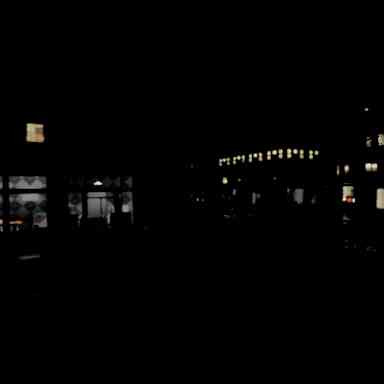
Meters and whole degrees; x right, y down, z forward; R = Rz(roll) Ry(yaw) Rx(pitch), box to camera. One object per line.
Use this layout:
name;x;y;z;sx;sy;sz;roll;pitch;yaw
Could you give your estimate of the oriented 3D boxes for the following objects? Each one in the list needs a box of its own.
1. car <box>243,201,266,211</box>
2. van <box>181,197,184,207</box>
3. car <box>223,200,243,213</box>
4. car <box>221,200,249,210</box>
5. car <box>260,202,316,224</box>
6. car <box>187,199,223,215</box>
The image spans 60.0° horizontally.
car;8.789;1.808;42.985;1.802;1.307;4.206;-2;0;-28
van;-1.704;1.817;62.484;1.690;1.788;3.998;-2;0;-28
car;3.515;1.801;40.589;2.128;1.511;4.902;-1;0;-28
car;6.168;1.871;47.859;1.802;1.307;4.206;-2;0;-28
car;7.876;1.747;26.735;1.947;1.339;4.313;-2;0;-28
car;1.407;1.782;39.013;1.967;1.590;4.097;-2;0;-28
